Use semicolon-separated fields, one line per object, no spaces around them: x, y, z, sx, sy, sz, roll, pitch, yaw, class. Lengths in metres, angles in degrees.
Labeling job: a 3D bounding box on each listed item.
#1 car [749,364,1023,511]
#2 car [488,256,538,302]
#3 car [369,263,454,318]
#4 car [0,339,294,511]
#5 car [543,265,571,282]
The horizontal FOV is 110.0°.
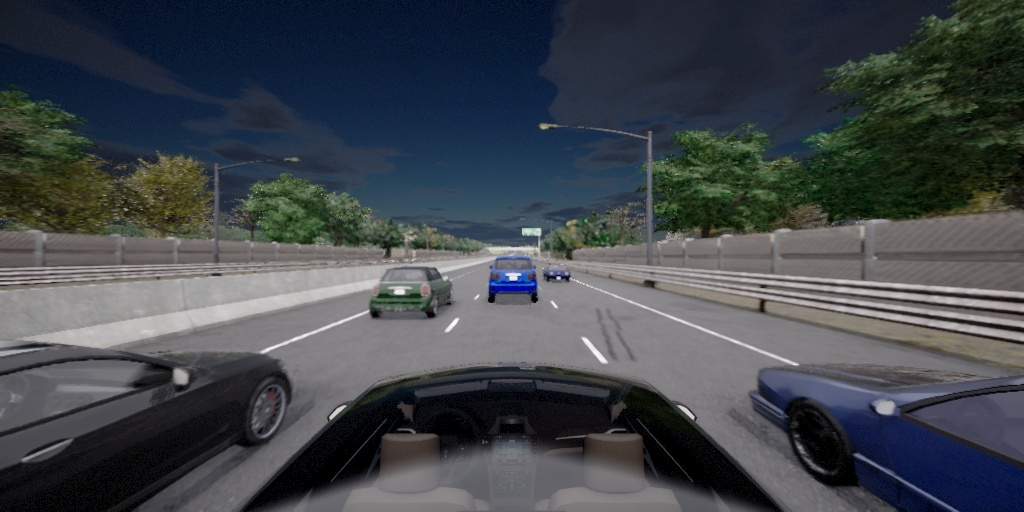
3.601;1.297;1.560;2.033;1.411;5.357;0;0;0;car
0.046;1.008;17.508;2.150;2.045;5.566;0;0;0;car
-3.491;1.129;13.281;2.097;1.767;4.553;0;0;0;car
-3.499;1.277;2.310;1.812;1.442;4.674;0;0;0;car
3.620;1.404;29.952;1.895;1.301;4.718;0;0;0;car
